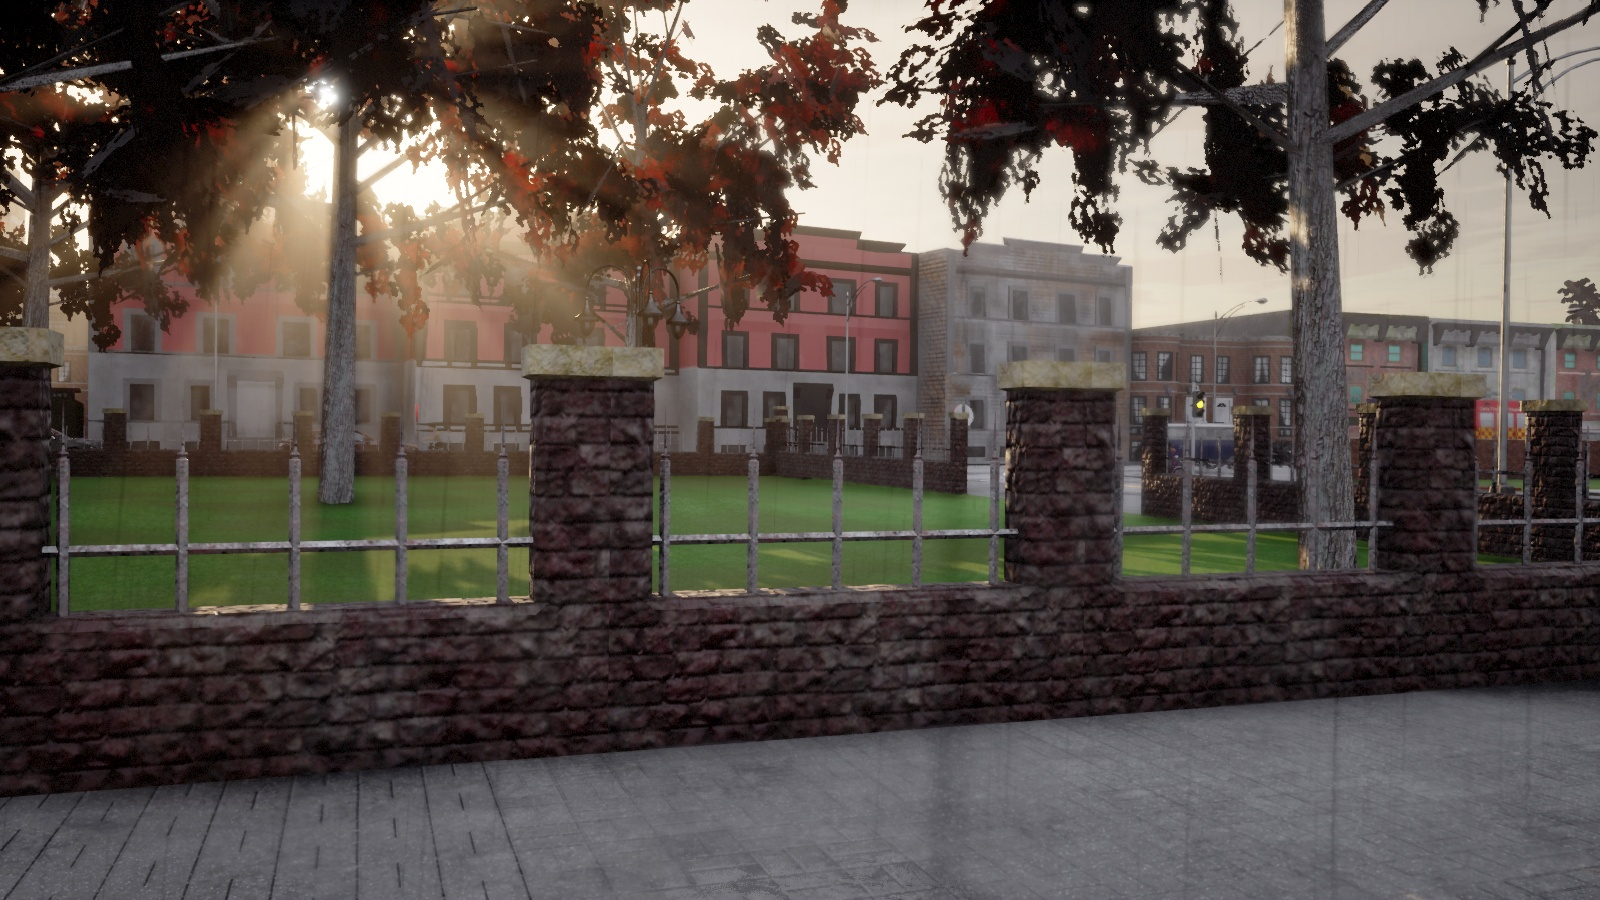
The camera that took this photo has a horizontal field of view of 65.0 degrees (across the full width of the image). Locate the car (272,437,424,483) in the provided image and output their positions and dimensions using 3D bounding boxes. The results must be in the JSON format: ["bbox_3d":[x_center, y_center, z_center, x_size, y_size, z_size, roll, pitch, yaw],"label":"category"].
[{"bbox_3d":[-15.118,0.301,42.160,4.674,1.442,1.812,-1,1,-19],"label":"car"}]

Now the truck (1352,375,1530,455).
[{"bbox_3d":[32.092,-1.736,62.869,8.468,3.827,2.891,-1,1,-19],"label":"truck"}]

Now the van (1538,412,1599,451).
[{"bbox_3d":[41.292,-0.970,66.074,4.442,1.987,1.775,-1,1,-19],"label":"van"}]

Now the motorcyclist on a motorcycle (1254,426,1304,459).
[{"bbox_3d":[22.729,-0.382,59.617,2.191,1.530,0.866,-1,1,-19],"label":"motorcyclist on a motorcycle"}]

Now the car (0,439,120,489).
[{"bbox_3d":[-24.059,0.428,39.022,4.892,1.490,1.837,-1,1,-19],"label":"car"}]

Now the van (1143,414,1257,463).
[{"bbox_3d":[17.003,-0.502,53.390,4.442,1.987,1.775,-1,1,-20],"label":"van"}]
